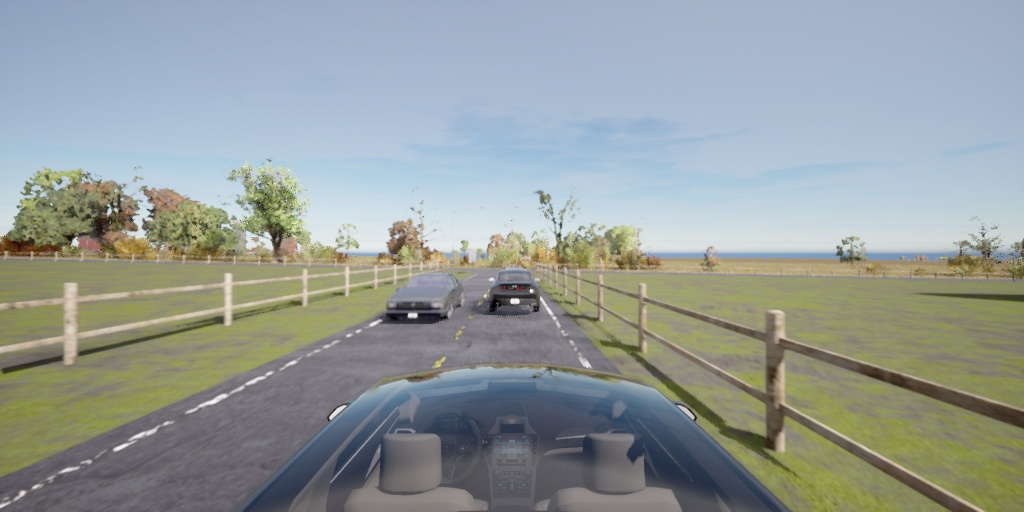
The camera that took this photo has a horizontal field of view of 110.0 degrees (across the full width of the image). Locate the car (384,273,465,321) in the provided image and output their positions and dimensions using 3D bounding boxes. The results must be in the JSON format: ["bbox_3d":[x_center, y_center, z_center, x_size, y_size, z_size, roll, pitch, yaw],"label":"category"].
[{"bbox_3d":[-2.848,1.334,12.958,2.033,1.411,5.357,0,0,0],"label":"car"}]

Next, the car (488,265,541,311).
[{"bbox_3d":[0.105,1.297,14.537,1.837,1.490,4.892,0,0,0],"label":"car"}]
